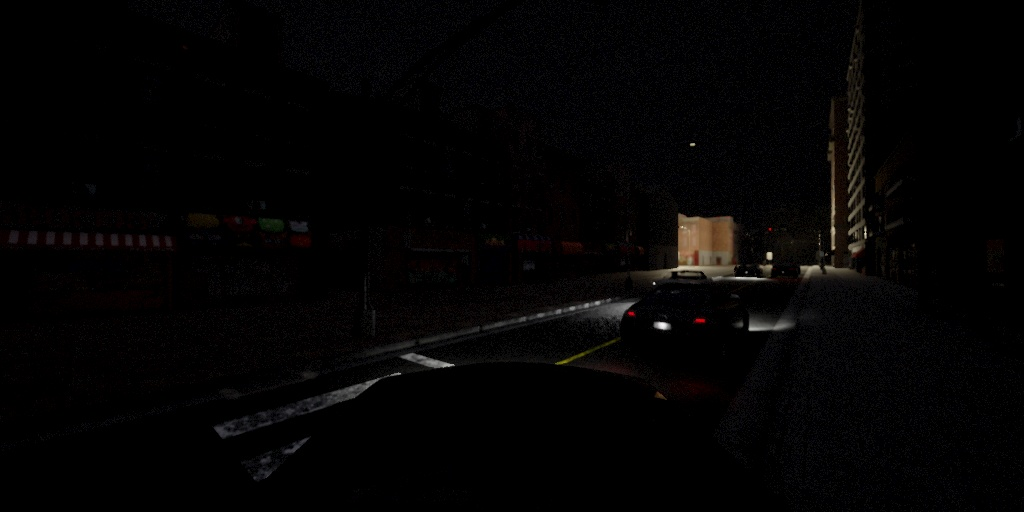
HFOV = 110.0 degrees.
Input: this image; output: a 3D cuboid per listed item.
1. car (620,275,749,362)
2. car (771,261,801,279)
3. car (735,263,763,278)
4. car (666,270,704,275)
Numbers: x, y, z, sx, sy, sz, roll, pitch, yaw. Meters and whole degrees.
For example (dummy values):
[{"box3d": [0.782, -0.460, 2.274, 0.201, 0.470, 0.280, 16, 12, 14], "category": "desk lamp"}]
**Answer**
[{"box3d": [4.206, 1.325, 8.473, 1.994, 1.385, 4.181, 0, 0, 40], "category": "car"}, {"box3d": [25.897, 1.314, 34.038, 1.882, 1.535, 5.008, 0, 0, 40], "category": "car"}, {"box3d": [23.826, 1.414, 35.979, 1.994, 1.385, 4.181, 0, 0, 41], "category": "car"}, {"box3d": [8.685, 1.395, 18.190, 1.895, 1.301, 4.718, 0, 0, 40], "category": "car"}]
